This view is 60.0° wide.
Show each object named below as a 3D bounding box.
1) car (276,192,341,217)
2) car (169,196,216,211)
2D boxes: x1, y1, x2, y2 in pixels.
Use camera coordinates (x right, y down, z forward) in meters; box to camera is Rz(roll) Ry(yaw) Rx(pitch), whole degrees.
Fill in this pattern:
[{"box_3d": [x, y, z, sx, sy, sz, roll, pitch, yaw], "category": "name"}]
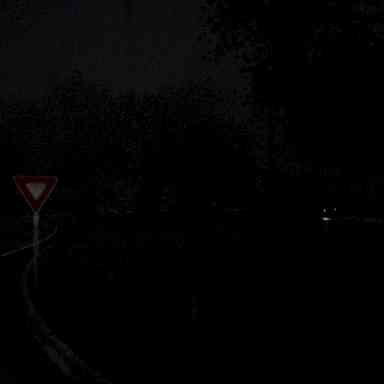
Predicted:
[{"box_3d": [9.709, 0.987, 28.267, 2.150, 2.045, 5.566, 0, 0, -31], "category": "car"}, {"box_3d": [0.020, 1.168, 35.212, 5.008, 1.535, 1.882, -1, 1, -7], "category": "car"}]
